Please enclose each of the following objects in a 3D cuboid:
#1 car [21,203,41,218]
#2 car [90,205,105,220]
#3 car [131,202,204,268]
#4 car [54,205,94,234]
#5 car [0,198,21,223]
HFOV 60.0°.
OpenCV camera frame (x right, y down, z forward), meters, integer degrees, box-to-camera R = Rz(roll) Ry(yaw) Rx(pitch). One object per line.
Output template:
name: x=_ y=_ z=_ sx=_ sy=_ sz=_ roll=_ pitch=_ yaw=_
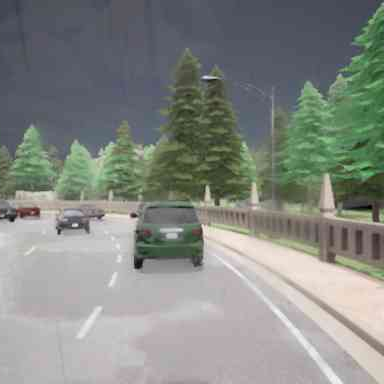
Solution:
car: x=-17.086 y=1.851 z=33.605 sx=5.008 sy=1.535 sz=1.882 roll=0 pitch=-1 yaw=43
car: x=-10.129 y=1.898 z=31.545 sx=2.033 sy=1.411 sz=5.357 roll=1 pitch=-1 yaw=-40
car: x=-1.031 y=1.359 z=12.093 sx=2.150 sy=2.045 sz=5.566 roll=0 pitch=0 yaw=-10
car: x=-7.600 y=1.760 z=20.958 sx=1.812 sy=1.442 sz=4.674 roll=0 pitch=-1 yaw=-25
car: x=-16.736 y=1.536 z=28.253 sx=2.150 sy=2.045 sz=5.566 roll=1 pitch=-1 yaw=-43
